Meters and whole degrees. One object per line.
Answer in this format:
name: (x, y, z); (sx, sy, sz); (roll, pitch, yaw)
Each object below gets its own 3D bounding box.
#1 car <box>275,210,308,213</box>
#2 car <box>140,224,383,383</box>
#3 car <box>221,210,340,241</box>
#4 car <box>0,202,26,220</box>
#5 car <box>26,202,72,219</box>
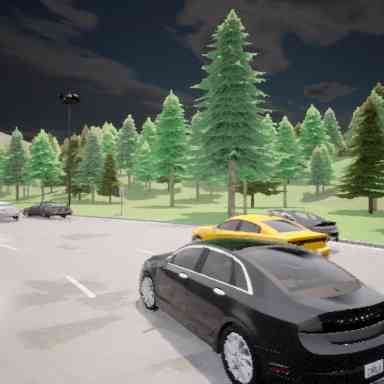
car: (3.695, 1.492, 14.066); (2.128, 1.511, 4.902); (0, 0, -36)
car: (0.661, 1.505, 5.439); (1.837, 1.490, 4.892); (1, 0, -28)
car: (1.877, 1.477, 10.638); (1.882, 1.535, 5.008); (0, 0, -33)
car: (-15.633, 1.526, 26.807); (4.674, 1.442, 1.812); (-1, 0, 37)
car: (-12.632, 1.547, 28.949); (5.357, 1.411, 2.033); (0, 0, 37)
